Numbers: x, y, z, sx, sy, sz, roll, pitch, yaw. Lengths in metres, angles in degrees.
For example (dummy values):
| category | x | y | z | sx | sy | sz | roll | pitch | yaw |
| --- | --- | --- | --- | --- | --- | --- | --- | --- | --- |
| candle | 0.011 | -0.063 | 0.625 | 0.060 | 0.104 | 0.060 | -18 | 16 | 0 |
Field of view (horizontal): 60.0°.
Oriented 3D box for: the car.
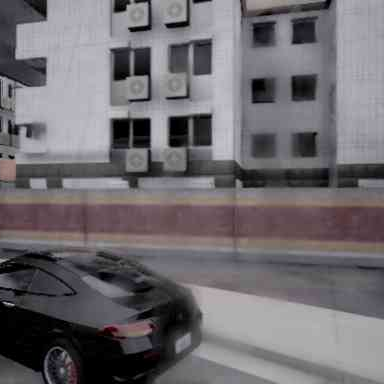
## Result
| category | x | y | z | sx | sy | sz | roll | pitch | yaw |
| --- | --- | --- | --- | --- | --- | --- | --- | --- | --- |
| car | -2.073 | 1.583 | 5.035 | 4.674 | 1.442 | 1.812 | 0 | -1 | 31 |
